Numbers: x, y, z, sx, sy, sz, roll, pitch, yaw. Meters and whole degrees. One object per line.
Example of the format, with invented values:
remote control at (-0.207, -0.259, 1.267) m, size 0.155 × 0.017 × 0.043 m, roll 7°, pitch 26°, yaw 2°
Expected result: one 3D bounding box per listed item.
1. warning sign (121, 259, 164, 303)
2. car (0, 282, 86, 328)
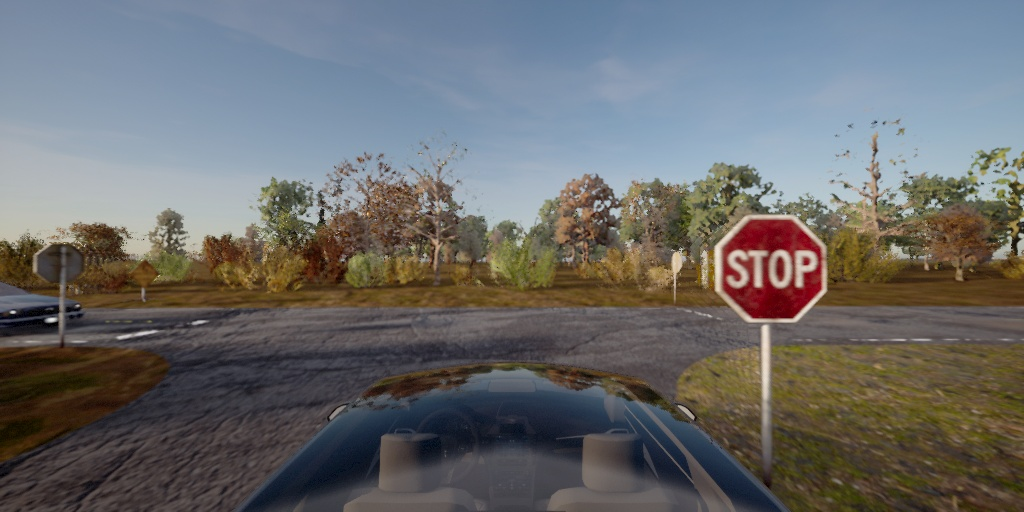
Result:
warning sign at (-16.285, 1.079, 15.845) m, size 1.060 × 1.860 × 1.300 m, roll 0°, pitch 0°, yaw 0°
car at (-15.619, 1.418, 10.108) m, size 5.357 × 1.411 × 2.033 m, roll 0°, pitch -1°, yaw 0°
